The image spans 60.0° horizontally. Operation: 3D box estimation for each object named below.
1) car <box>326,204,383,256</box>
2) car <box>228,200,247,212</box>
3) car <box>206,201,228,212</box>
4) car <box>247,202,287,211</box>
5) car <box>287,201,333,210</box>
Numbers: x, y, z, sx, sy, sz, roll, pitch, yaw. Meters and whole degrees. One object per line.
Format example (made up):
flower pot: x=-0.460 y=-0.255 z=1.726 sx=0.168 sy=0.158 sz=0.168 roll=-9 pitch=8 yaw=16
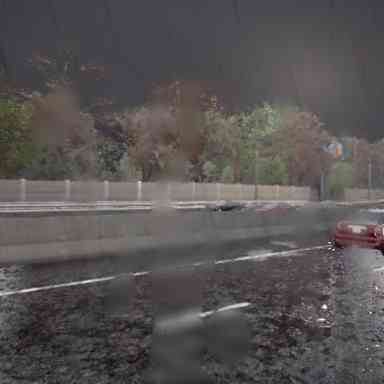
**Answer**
car: x=7.901 y=1.482 z=13.690 sx=4.553 sy=1.767 sz=2.097 roll=1 pitch=0 yaw=-35
car: x=6.652 y=1.779 z=34.538 sx=5.357 sy=1.411 sz=2.033 roll=1 pitch=0 yaw=-35
car: x=3.749 y=1.700 z=36.763 sx=5.008 sy=1.535 sz=1.882 roll=1 pitch=0 yaw=-35
car: x=7.844 y=1.700 z=31.087 sx=5.008 sy=1.535 sz=1.882 roll=1 pitch=0 yaw=-35
car: x=10.768 y=1.585 z=28.874 sx=4.553 sy=1.767 sz=2.097 roll=1 pitch=0 yaw=-35
